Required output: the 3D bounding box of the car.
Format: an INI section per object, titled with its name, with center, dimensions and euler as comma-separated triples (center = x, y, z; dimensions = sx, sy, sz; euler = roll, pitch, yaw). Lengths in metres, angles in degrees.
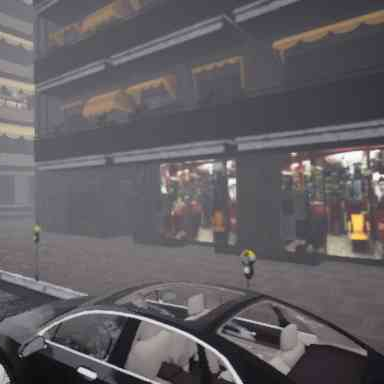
[car]
center = -0.302, 1.548, 3.106
dimensions = 4.403, 1.369, 2.008
euler = 0, -1, 36
